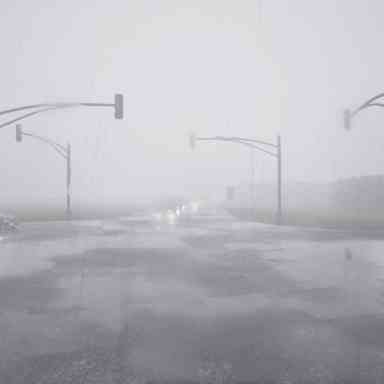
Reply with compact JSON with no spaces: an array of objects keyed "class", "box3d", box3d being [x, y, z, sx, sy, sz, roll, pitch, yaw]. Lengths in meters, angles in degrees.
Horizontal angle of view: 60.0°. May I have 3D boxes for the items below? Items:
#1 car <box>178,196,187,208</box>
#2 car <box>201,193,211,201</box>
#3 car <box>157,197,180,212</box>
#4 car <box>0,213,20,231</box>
[{"class":"car","box3d":[-2.357,1.486,47.560,2.128,1.511,4.902,0,0,3]},{"class":"car","box3d":[3.362,1.191,79.079,2.150,2.045,5.566,0,0,5]},{"class":"car","box3d":[-2.812,1.600,38.245,1.895,1.301,4.718,0,0,3]},{"class":"car","box3d":[-12.028,1.494,18.621,4.674,1.442,1.812,0,-1,14]}]
